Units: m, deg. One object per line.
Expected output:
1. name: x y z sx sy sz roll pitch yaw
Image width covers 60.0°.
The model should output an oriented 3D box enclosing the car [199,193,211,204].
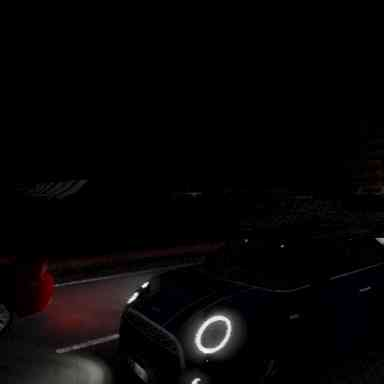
1. car: 1.484 1.193 75.856 1.932 1.855 4.605 0 0 -35

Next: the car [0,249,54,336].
1. car: -4.746 1.478 4.904 5.008 1.535 1.882 0 0 -36

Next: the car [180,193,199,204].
1. car: -0.914 1.197 74.236 1.905 1.878 3.866 0 0 -35

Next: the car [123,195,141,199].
1. car: -9.253 1.413 46.983 1.784 1.438 3.905 0 0 -35

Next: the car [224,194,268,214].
1. car: 6.358 1.199 39.471 1.932 1.855 4.605 0 0 -35

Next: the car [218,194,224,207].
1. car: 6.922 1.437 58.392 1.970 1.475 3.806 0 0 -35

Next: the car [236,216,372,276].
1. car: 3.836 1.598 11.027 4.718 1.301 1.895 0 0 -35

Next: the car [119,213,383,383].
1. car: 1.274 1.350 4.900 4.553 1.767 2.097 0 0 -35

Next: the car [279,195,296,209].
1. car: 10.892 1.439 42.721 1.970 1.475 3.806 0 0 -35

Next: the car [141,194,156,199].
1. car: -6.848 1.201 48.597 1.932 1.855 4.605 0 0 -35

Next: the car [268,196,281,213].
1. car: 8.524 1.408 41.056 1.784 1.438 3.905 0 0 -35
